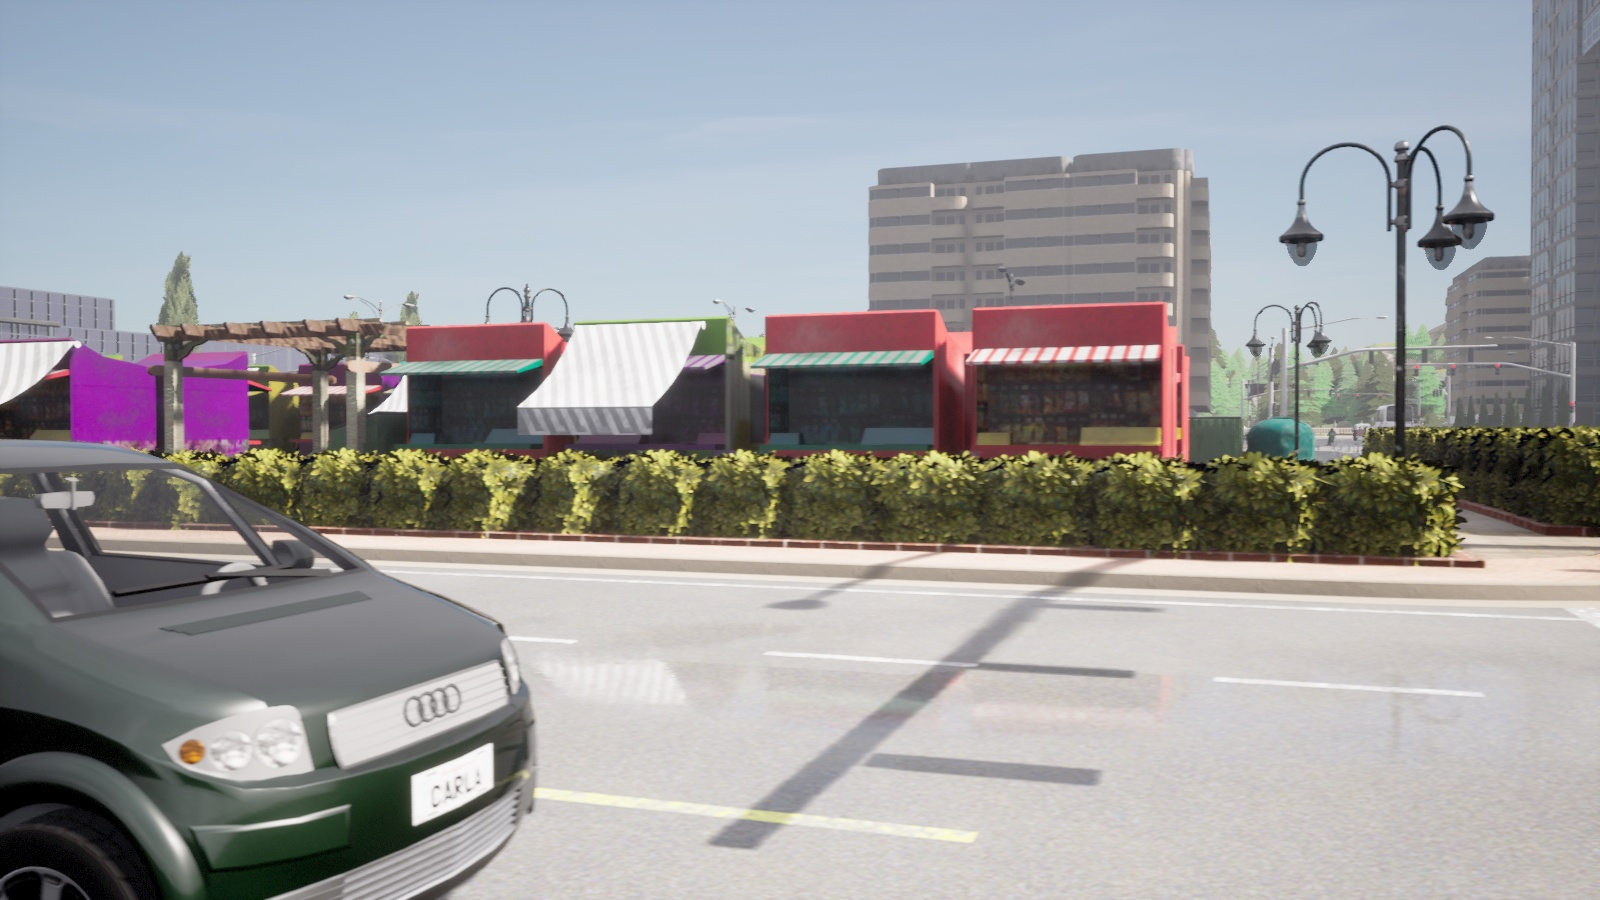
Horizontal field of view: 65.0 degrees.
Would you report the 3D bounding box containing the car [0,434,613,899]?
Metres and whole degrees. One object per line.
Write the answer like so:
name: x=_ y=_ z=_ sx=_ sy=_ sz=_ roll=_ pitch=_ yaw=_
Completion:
car: x=-2.693 y=0.725 z=4.099 sx=3.705 sy=1.549 sz=1.789 roll=0 pitch=1 yaw=19
